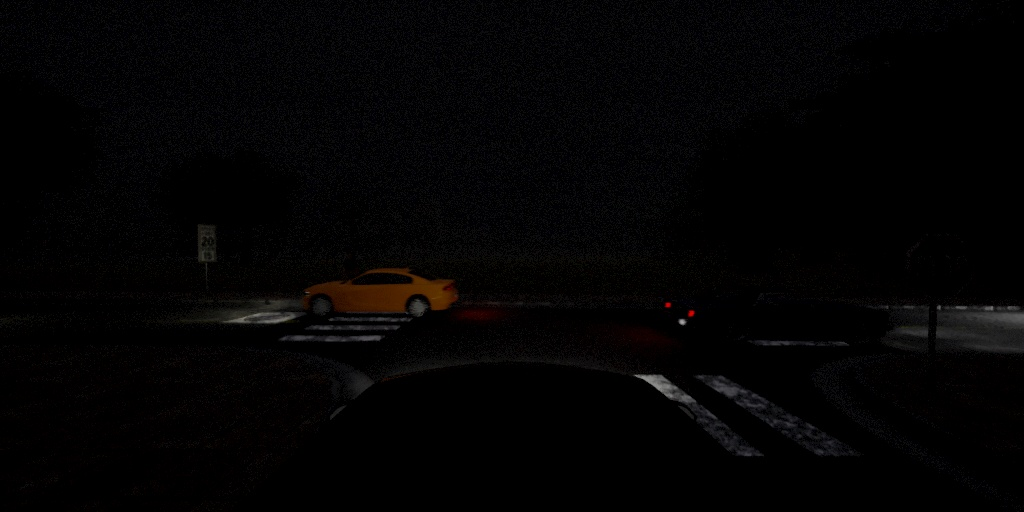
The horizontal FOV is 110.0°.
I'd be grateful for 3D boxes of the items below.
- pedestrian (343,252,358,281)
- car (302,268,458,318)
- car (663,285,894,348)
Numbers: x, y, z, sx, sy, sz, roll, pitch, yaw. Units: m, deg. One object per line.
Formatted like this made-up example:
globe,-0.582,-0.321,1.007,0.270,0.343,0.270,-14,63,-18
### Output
pedestrian,-6.800,0.732,15.034,0.375,1.860,0.375,0,1,0
car,-4.353,1.157,12.125,5.008,1.535,1.882,0,1,0
car,6.558,1.431,9.144,4.718,1.301,1.895,1,1,0
